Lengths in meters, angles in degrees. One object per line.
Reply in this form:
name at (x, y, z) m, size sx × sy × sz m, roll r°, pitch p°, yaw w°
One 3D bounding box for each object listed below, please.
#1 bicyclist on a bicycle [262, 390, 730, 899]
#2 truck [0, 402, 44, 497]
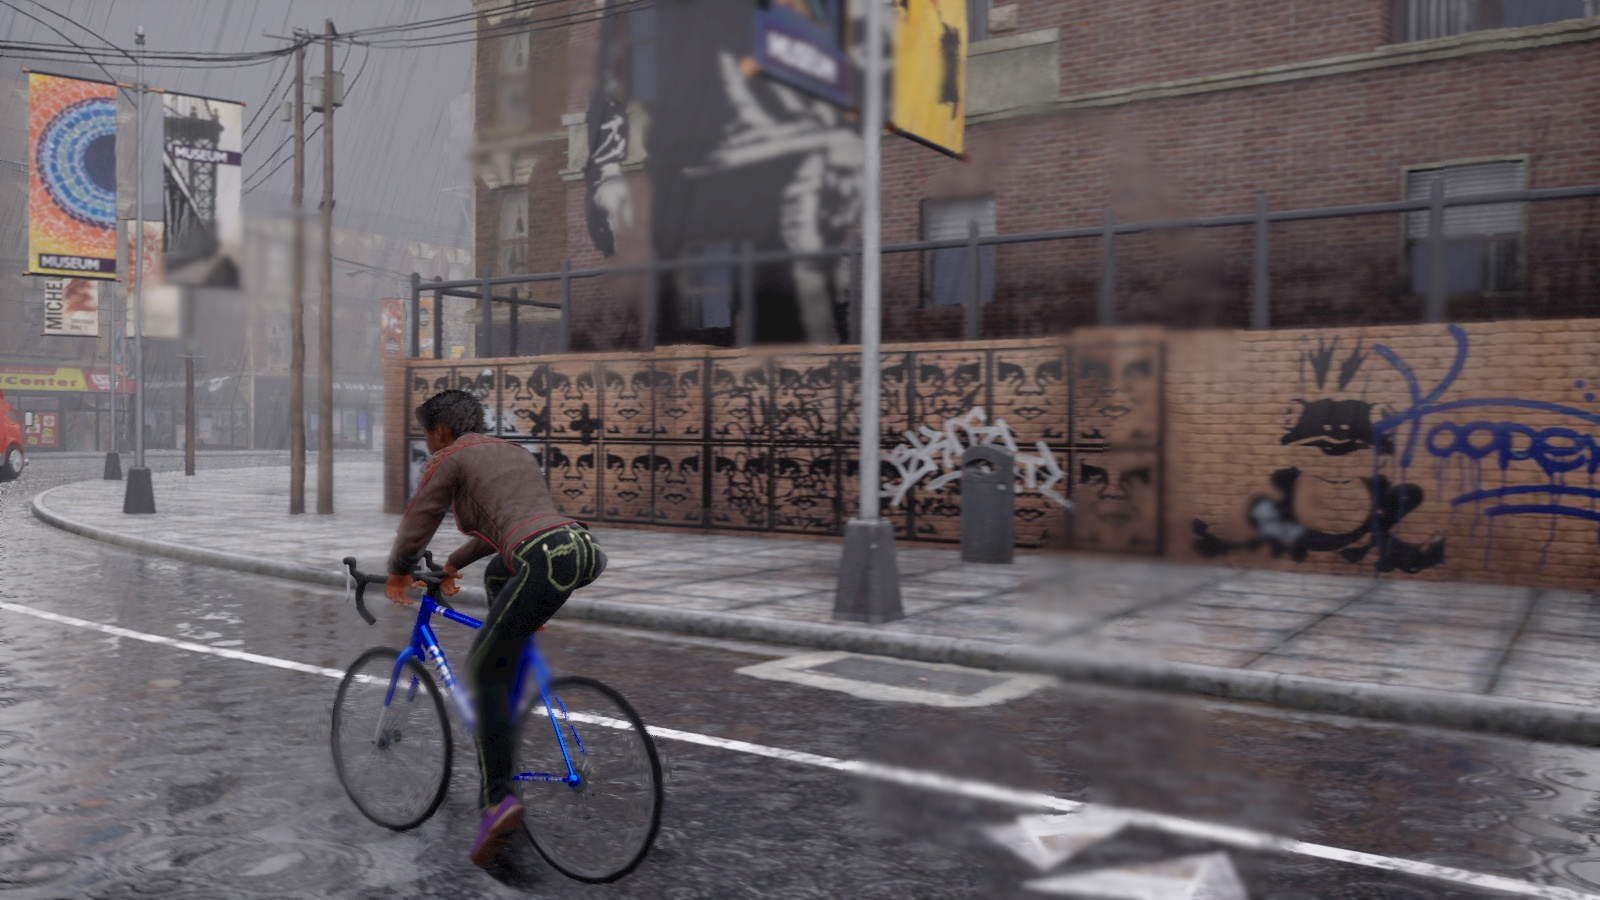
bicyclist on a bicycle at (-1.094, 0.634, 4.366) m, size 1.656 × 1.620 × 0.582 m, roll 0°, pitch 1°, yaw 33°
truck at (-22.184, -0.002, 32.818) m, size 2.627 × 2.467 × 5.204 m, roll -1°, pitch 1°, yaw -13°
